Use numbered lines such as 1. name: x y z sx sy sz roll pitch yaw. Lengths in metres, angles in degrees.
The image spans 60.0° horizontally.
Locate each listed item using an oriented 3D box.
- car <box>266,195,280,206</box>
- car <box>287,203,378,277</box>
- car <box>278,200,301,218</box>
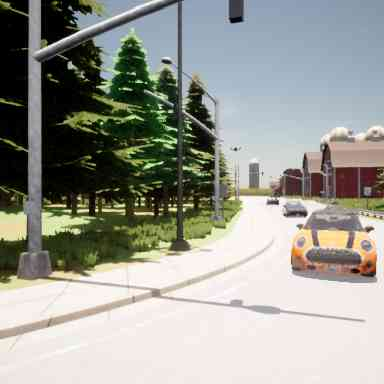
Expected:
1. car: 13.458 1.601 55.539 1.895 1.301 4.718 0 0 9
2. car: 4.442 1.352 10.424 2.097 1.767 4.553 0 0 24
3. car: 9.323 1.547 30.423 2.033 1.411 5.357 0 0 10
